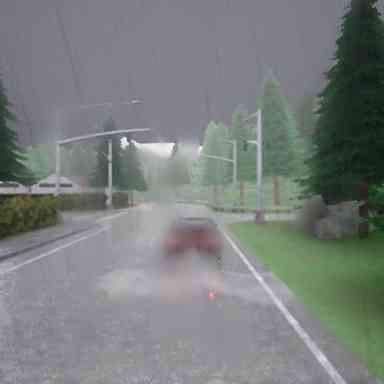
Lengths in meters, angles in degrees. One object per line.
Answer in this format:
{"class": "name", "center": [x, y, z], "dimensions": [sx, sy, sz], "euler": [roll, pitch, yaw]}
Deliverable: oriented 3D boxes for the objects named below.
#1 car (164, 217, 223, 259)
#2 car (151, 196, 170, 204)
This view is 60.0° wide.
{"class": "car", "center": [0.062, 1.598, 12.628], "dimensions": [1.895, 1.301, 4.718], "euler": [0, 0, 0]}
{"class": "car", "center": [-5.951, 1.478, 61.608], "dimensions": [2.128, 1.511, 4.902], "euler": [0, 0, -35]}
